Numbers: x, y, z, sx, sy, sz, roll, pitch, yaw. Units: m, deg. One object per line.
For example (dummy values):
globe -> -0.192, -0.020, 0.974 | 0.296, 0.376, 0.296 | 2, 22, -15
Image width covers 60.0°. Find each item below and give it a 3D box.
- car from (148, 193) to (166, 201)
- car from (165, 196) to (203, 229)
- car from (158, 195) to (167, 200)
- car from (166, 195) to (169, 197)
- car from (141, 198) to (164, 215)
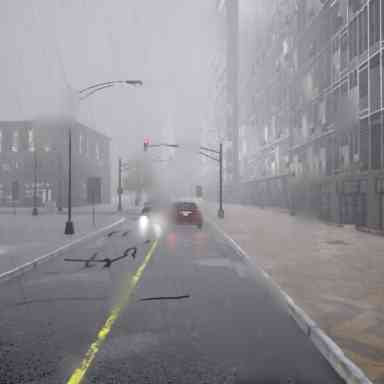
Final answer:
car -> -5.655, 1.211, 52.192 | 2.150, 2.045, 5.566 | 0, 0, -6
car -> -0.533, 1.356, 21.928 | 2.097, 1.767, 4.553 | 0, 0, -4
car -> -7.787, 1.404, 87.671 | 1.895, 1.301, 4.718 | 0, 0, -11
car -> -6.063, 1.454, 77.371 | 1.882, 1.535, 5.008 | 0, 0, -9
car -> -4.062, 1.600, 33.827 | 1.895, 1.301, 4.718 | 0, 0, -4
